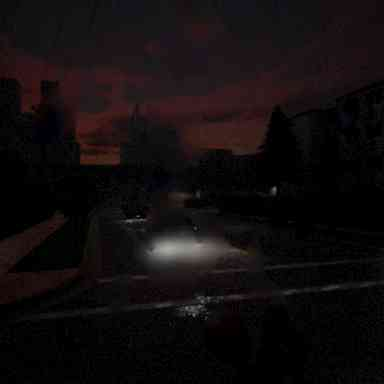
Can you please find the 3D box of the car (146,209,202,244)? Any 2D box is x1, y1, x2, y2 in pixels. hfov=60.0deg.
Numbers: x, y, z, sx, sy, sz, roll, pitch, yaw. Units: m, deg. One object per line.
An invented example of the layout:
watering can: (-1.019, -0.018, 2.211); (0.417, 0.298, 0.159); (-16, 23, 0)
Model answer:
car: (-0.947, 1.793, 17.159); (1.994, 1.385, 4.181); (0, 0, -16)

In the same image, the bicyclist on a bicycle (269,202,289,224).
bicyclist on a bicycle: (6.354, 1.537, 24.261); (1.656, 1.620, 0.582); (-1, -1, -16)

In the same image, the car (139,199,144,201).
car: (-8.141, 2.138, 47.058); (5.008, 1.535, 1.882); (-1, -1, 44)

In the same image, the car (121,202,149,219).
car: (-6.026, 2.036, 35.223); (2.033, 1.411, 5.357); (0, -1, -16)
